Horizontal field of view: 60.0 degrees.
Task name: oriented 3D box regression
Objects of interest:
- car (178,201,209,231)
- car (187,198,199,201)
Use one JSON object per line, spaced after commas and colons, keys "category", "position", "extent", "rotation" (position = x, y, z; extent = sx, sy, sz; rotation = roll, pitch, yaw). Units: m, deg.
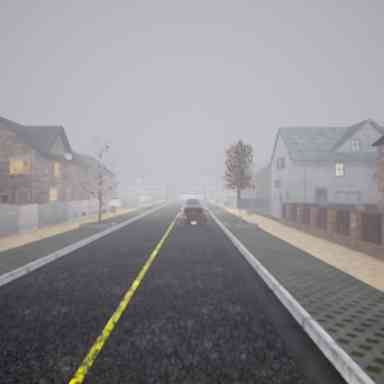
{"category": "car", "position": [0.100, 1.544, 20.754], "extent": [1.812, 1.442, 4.674], "rotation": [0, 0, 0]}
{"category": "car", "position": [0.100, 1.532, 41.253], "extent": [1.882, 1.535, 5.008], "rotation": [0, 0, 0]}
